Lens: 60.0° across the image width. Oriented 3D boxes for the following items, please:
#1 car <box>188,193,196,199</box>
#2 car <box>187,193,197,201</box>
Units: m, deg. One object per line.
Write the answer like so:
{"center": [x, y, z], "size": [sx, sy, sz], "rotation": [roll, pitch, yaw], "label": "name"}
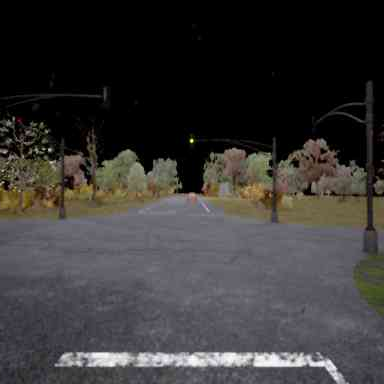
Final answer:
{"center": [0.006, 0.859, 78.906], "size": [1.812, 1.442, 4.674], "rotation": [0, 0, 0], "label": "car"}
{"center": [0.005, 0.908, 68.871], "size": [2.097, 1.767, 4.553], "rotation": [0, 0, 0], "label": "car"}
